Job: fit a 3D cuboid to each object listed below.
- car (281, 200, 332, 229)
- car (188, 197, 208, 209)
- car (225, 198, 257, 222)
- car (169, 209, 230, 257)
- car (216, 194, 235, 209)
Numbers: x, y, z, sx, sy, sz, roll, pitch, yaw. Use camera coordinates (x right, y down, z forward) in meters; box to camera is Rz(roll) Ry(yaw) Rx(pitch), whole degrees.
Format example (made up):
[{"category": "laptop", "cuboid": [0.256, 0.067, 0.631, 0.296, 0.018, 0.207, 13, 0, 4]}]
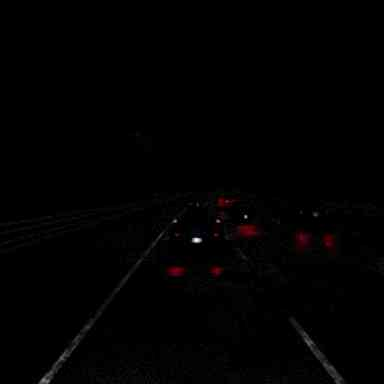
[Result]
[{"category": "car", "cuboid": [7.315, 1.370, 21.716, 2.097, 1.767, 4.553, 0, 0, 1]}, {"category": "car", "cuboid": [0.668, 1.365, 36.170, 2.097, 1.767, 4.553, 0, 0, 2]}, {"category": "car", "cuboid": [3.913, 1.520, 26.297, 1.837, 1.490, 4.892, 0, 0, 1]}, {"category": "car", "cuboid": [0.183, 1.568, 13.051, 1.994, 1.385, 4.181, 0, 0, 1]}, {"category": "car", "cuboid": [4.415, 1.247, 43.383, 2.150, 2.045, 5.566, 0, 0, 2]}]
